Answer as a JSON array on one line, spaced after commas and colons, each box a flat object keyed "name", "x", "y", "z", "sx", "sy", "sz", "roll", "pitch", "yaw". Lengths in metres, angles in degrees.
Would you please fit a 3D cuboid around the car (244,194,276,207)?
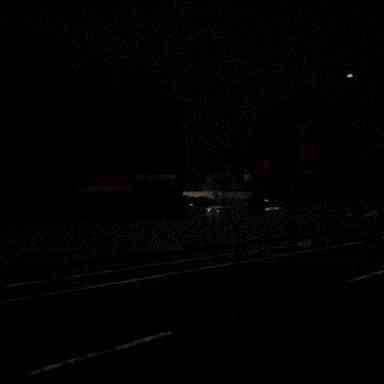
[{"name": "car", "x": 9.375, "y": 1.158, "z": 45.790, "sx": 2.097, "sy": 1.767, "sz": 4.553, "roll": -3, "pitch": 2, "yaw": -35}]

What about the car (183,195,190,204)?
[{"name": "car", "x": -0.864, "y": 1.290, "z": 60.413, "sx": 2.128, "sy": 1.511, "sz": 4.902, "roll": -3, "pitch": 2, "yaw": -35}]

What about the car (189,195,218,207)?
[{"name": "car", "x": 2.026, "y": 1.432, "z": 50.585, "sx": 1.812, "sy": 1.442, "sz": 4.674, "roll": -3, "pitch": 2, "yaw": -35}]
